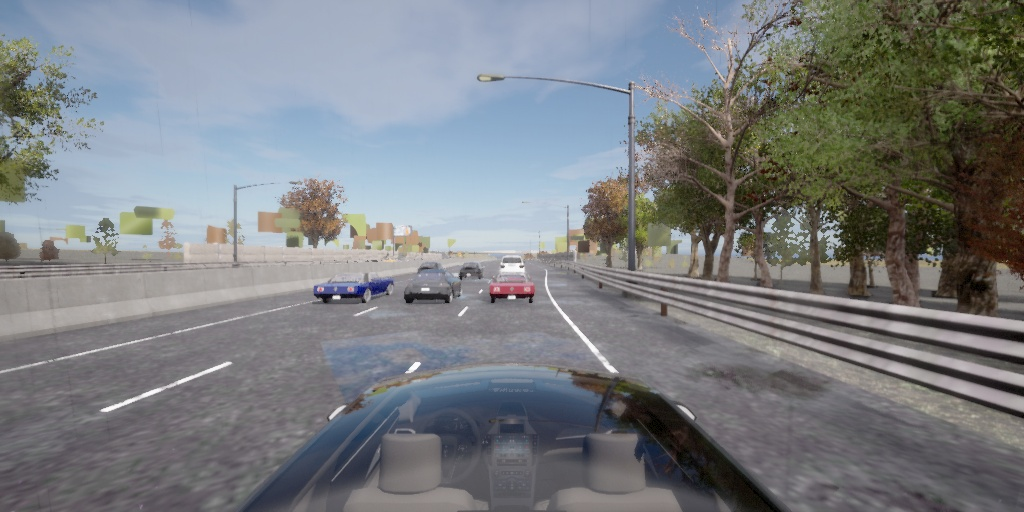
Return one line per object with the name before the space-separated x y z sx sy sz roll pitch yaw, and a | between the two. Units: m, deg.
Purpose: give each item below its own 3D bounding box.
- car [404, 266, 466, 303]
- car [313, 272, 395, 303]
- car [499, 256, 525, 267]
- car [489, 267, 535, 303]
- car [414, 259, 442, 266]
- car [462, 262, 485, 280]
car | -3.500 1.322 16.501 1.994 1.385 4.181 0 0 0
car | -7.000 1.366 16.531 1.895 1.301 4.718 0 0 0
car | 0.000 1.017 31.532 2.150 2.045 5.566 0 0 0
car | 0.000 1.366 16.531 1.895 1.301 4.718 0 0 0
car | -7.000 1.275 31.501 1.837 1.490 4.892 0 0 0
car | -3.500 1.276 31.501 1.837 1.490 4.892 0 0 0
